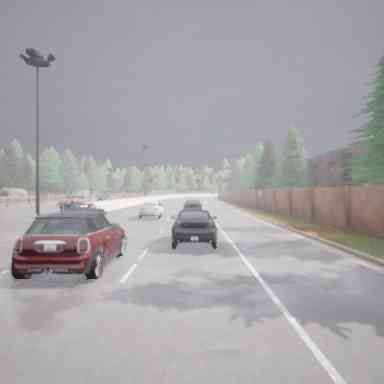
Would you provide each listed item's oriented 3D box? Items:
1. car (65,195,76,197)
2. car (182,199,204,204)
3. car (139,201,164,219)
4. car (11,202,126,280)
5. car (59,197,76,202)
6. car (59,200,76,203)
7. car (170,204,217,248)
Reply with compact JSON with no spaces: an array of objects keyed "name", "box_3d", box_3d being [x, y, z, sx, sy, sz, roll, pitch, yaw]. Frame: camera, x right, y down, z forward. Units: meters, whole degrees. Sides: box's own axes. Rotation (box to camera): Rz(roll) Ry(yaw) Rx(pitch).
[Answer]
[{"name":"car","box_3d":[-20.534,1.348,55.751,2.097,1.767,4.553,0,0,1]},{"name":"car","box_3d":[0.083,1.503,32.906,1.837,1.490,4.892,0,0,1]},{"name":"car","box_3d":[-3.473,1.524,29.056,1.812,1.442,4.674,0,0,0]},{"name":"car","box_3d":[-3.400,1.352,10.087,2.097,1.767,4.553,0,0,0]},{"name":"car","box_3d":[-13.959,1.600,39.456,1.895,1.301,4.718,0,0,2]},{"name":"car","box_3d":[-6.964,1.491,21.912,2.128,1.511,4.902,0,0,0]},{"name":"car","box_3d":[0.084,1.504,14.879,1.837,1.490,4.892,0,0,0]}]
